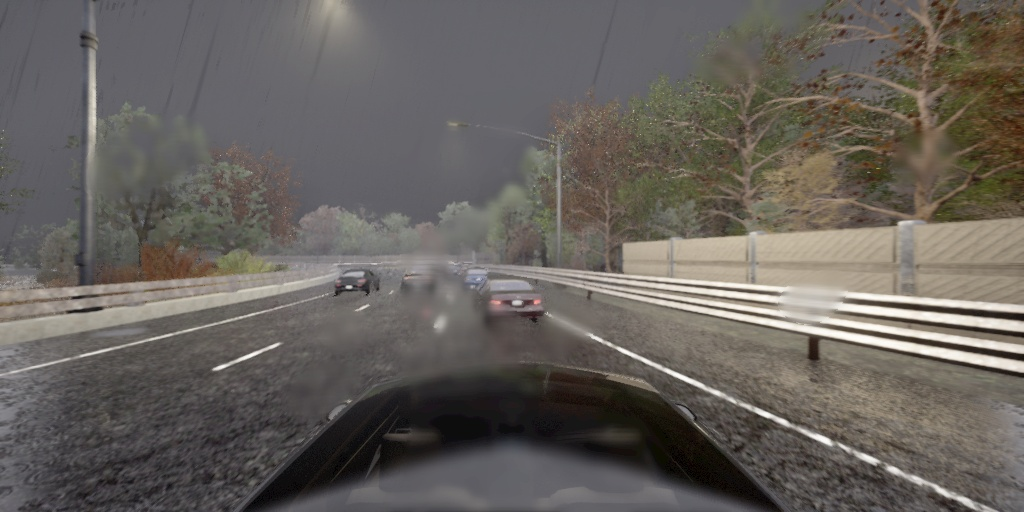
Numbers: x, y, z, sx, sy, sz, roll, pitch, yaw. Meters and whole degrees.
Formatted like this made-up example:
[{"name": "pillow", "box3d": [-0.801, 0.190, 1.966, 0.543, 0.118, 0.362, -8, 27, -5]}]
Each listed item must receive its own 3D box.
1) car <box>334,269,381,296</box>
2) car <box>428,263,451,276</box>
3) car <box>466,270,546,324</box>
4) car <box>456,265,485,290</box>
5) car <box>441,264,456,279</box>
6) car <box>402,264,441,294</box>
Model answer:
[{"name": "car", "box3d": [-8.973, 1.483, 21.041, 1.812, 1.442, 4.674, 0, -1, -11]}, {"name": "car", "box3d": [-9.209, 1.687, 45.292, 1.837, 1.490, 4.892, 0, 0, -23]}, {"name": "car", "box3d": [-0.303, 1.398, 12.599, 2.033, 1.411, 5.357, 0, -1, -11]}, {"name": "car", "box3d": [-2.507, 1.515, 24.566, 2.033, 1.411, 5.357, 0, -1, -11]}, {"name": "car", "box3d": [-6.200, 1.647, 37.490, 2.033, 1.411, 5.357, 0, -1, -19]}, {"name": "car", "box3d": [-5.614, 1.447, 22.022, 2.128, 1.511, 4.902, 0, 0, -11]}]
